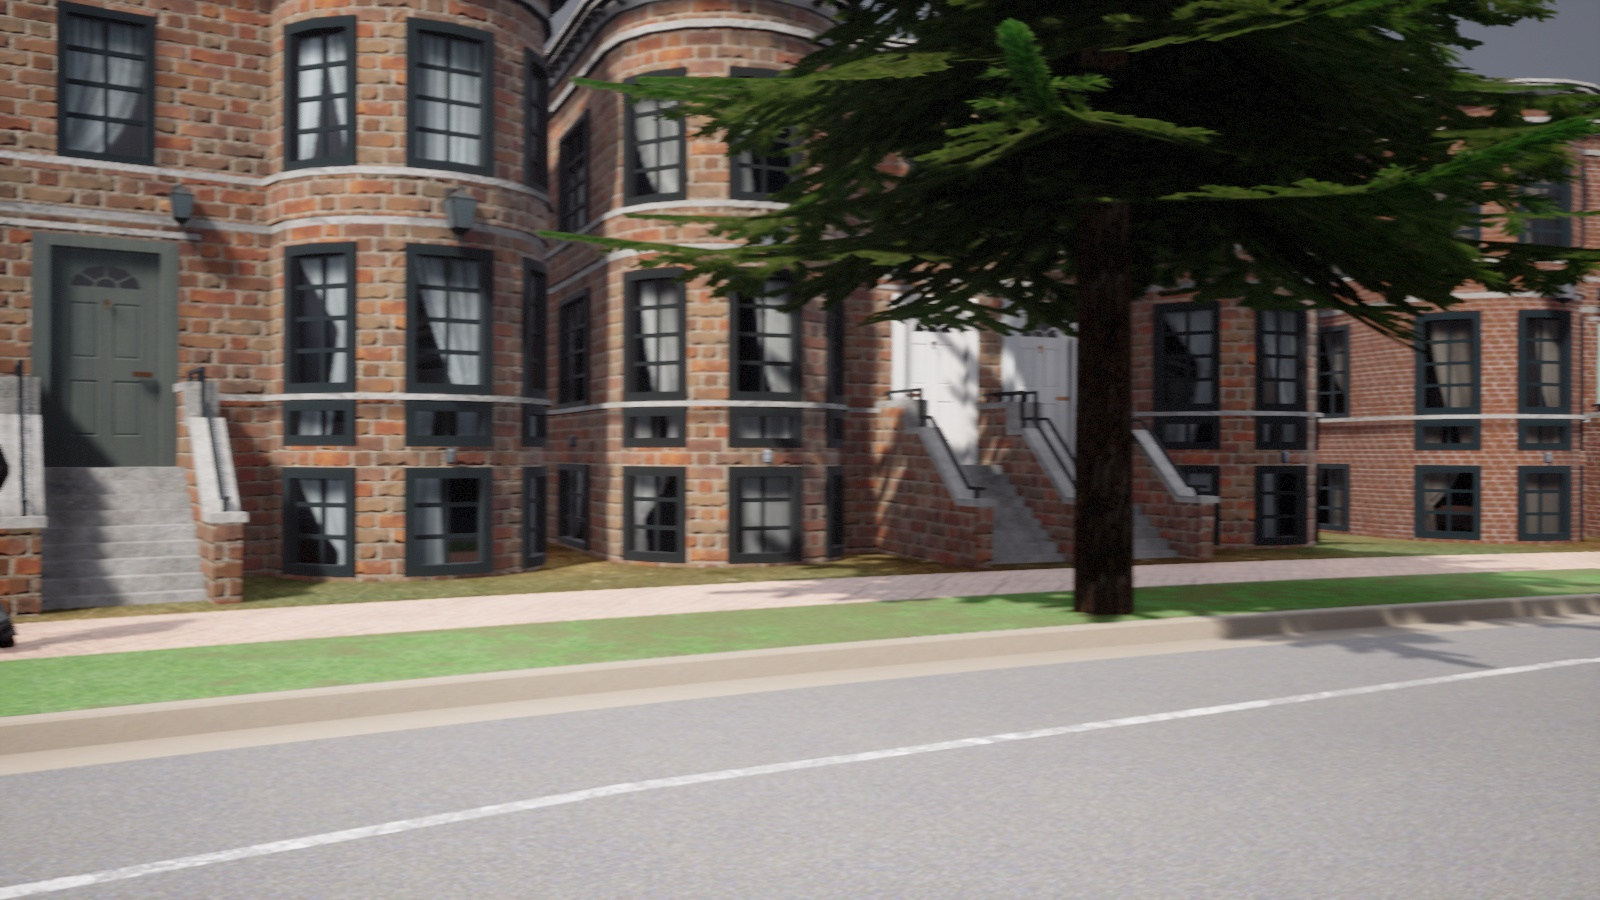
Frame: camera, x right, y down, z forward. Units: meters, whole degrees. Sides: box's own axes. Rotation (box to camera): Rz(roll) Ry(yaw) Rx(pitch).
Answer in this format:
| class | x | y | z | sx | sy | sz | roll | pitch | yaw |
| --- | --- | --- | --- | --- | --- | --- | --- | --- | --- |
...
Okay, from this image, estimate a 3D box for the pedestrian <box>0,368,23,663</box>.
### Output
| class | x | y | z | sx | sy | sz | roll | pitch | yaw |
| --- | --- | --- | --- | --- | --- | --- | --- | --- | --- |
| pedestrian | -5.521 | 0.427 | 8.242 | 0.666 | 1.930 | 0.402 | 0 | 0 | -40 |
